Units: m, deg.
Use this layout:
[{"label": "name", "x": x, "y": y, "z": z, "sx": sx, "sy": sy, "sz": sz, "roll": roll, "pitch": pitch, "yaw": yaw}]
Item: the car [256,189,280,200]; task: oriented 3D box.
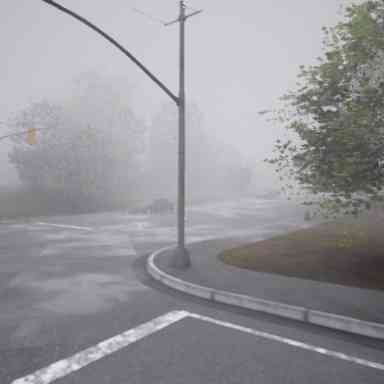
[{"label": "car", "x": 11.726, "y": 0.283, "z": 51.190, "sx": 2.033, "sy": 1.411, "sz": 5.357, "roll": 0, "pitch": 3, "yaw": 37}]

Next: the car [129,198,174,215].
[{"label": "car", "x": -3.656, "y": 1.324, "z": 30.975, "sx": 1.837, "sy": 1.490, "sz": 4.892, "roll": 0, "pitch": 2, "yaw": 37}]
